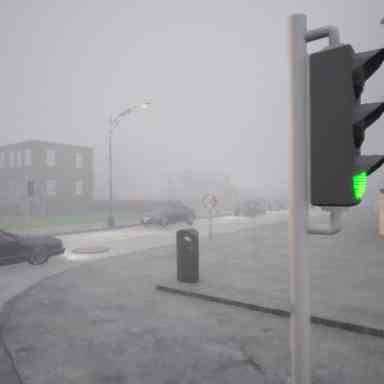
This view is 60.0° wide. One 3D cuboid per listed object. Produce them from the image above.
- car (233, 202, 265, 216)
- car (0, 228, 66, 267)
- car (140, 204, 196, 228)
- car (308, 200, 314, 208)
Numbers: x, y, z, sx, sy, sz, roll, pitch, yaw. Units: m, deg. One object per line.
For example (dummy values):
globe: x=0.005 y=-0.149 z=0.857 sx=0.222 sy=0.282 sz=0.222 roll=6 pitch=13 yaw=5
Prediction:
car: x=5.946 y=1.724 z=34.312 sx=1.994 sy=1.385 sz=4.181 roll=-1 pitch=0 yaw=36
car: x=-6.528 y=1.664 z=9.741 sx=2.033 sy=1.411 sz=5.357 roll=-1 pitch=0 yaw=35
car: x=-1.618 y=1.652 z=23.704 sx=2.128 sy=1.511 sz=4.902 roll=-1 pitch=0 yaw=35
car: x=16.466 y=1.764 z=48.919 sx=1.895 sy=1.301 sz=4.718 roll=-1 pitch=0 yaw=35
